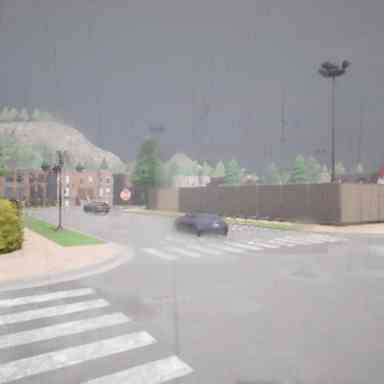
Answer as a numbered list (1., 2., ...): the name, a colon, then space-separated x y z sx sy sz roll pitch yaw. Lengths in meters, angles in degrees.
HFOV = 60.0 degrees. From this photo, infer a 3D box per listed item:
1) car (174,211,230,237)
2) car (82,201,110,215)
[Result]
1. car: 0.468 1.797 19.690 1.994 1.385 4.181 0 -1 -25
2. car: -11.615 1.883 40.131 2.128 1.511 4.902 1 -1 -39
